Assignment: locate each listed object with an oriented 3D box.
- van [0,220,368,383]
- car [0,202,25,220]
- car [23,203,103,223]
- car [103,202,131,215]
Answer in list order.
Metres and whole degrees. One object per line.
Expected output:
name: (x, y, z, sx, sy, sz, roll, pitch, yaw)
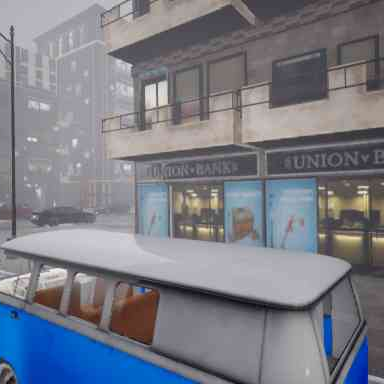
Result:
van: (-0.479, 1.342, 3.202, 3.998, 1.788, 1.690, 0, -1, 36)
car: (-15.325, 1.609, 27.343, 1.967, 1.590, 4.097, -2, -1, 36)
car: (-8.574, 1.583, 22.374, 1.947, 1.339, 4.313, -2, -1, 36)
car: (-8.645, 1.798, 36.426, 1.947, 1.339, 4.313, -2, -1, 36)
